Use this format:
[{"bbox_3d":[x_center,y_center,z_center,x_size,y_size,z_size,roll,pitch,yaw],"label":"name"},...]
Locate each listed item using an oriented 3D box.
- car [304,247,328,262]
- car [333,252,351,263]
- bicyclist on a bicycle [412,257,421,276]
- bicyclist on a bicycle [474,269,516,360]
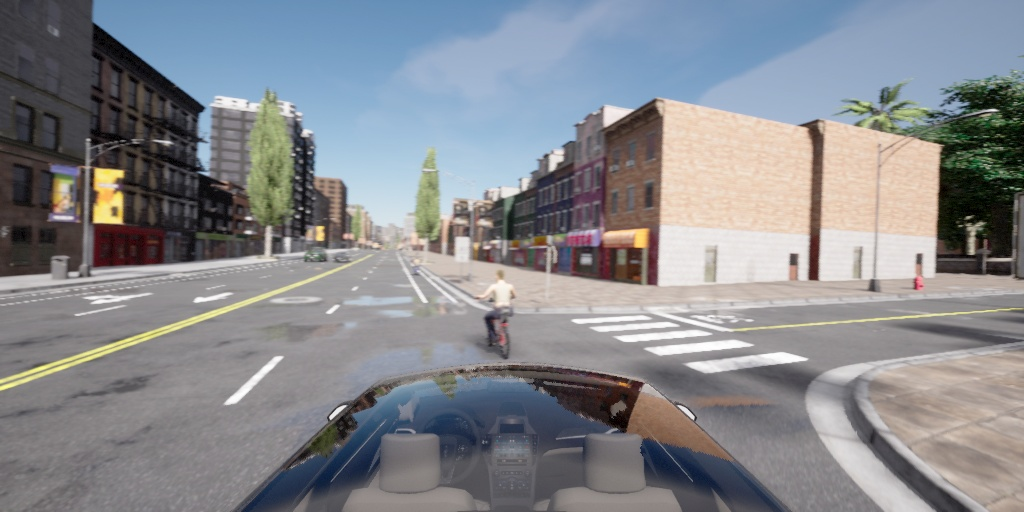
[{"bbox_3d":[-26.931,-0.222,49.390,2.150,2.045,5.566,2,1,-18],"label":"car"},{"bbox_3d":[-23.867,0.155,50.445,1.837,1.490,4.892,2,1,-18],"label":"car"},{"bbox_3d":[-8.211,0.883,30.895,0.866,1.612,1.509,2,1,-18],"label":"bicyclist on a bicycle"},{"bbox_3d":[-0.269,1.056,6.922,0.866,1.612,1.509,1,1,-18],"label":"bicyclist on a bicycle"}]
